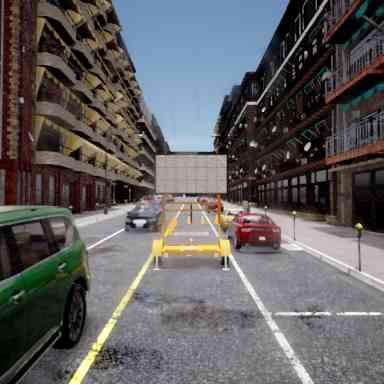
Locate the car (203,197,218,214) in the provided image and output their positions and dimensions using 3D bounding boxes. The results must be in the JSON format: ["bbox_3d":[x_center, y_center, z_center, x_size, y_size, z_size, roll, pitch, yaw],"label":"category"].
[{"bbox_3d":[2.510,1.608,36.459,1.887,1.381,4.507,1,0,0],"label":"car"}]

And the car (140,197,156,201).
[{"bbox_3d":[-5.369,1.588,36.336,1.752,1.417,4.829,2,0,0],"label":"car"}]

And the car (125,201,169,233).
[{"bbox_3d":[-2.792,1.516,20.096,2.128,1.511,4.902,0,0,0],"label":"car"}]

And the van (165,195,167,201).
[{"bbox_3d":[-5.399,1.452,53.097,1.690,1.788,3.998,2,0,0],"label":"van"}]

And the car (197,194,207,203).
[{"bbox_3d":[2.389,1.541,80.707,2.192,1.841,5.009,1,0,0],"label":"car"}]

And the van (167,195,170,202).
[{"bbox_3d":[-5.411,1.473,58.629,1.690,1.788,3.998,1,0,0],"label":"van"}]

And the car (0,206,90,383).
[{"bbox_3d":[-2.752,1.224,3.362,2.150,2.045,5.566,0,0,0],"label":"car"}]

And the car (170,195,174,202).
[{"bbox_3d":[-5.434,1.492,69.690,2.192,1.841,5.009,1,0,0],"label":"car"}]

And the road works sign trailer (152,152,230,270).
[{"bbox_3d":[-0.022,0.475,10.998,2.380,3.560,2.880,0,0,0],"label":"road works sign trailer"}]

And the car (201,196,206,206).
[{"bbox_3d":[2.499,1.628,41.991,2.008,1.369,4.403,1,0,0],"label":"car"}]

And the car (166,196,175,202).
[{"bbox_3d":[-5.475,1.819,86.281,1.947,1.339,4.313,1,0,0],"label":"car"}]

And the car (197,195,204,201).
[{"bbox_3d":[2.362,1.723,91.770,1.967,1.590,4.097,1,0,0],"label":"car"}]

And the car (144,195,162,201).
[{"bbox_3d":[-5.375,1.393,42.038,2.192,1.841,5.009,2,0,0],"label":"car"}]

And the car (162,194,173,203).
[{"bbox_3d":[-5.445,1.516,75.219,2.192,1.841,5.009,1,0,0],"label":"car"}]

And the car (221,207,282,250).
[{"bbox_3d":[2.557,1.561,14.337,1.887,1.381,4.507,1,0,0],"label":"car"}]

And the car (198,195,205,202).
[{"bbox_3d":[2.464,1.676,58.583,1.887,1.381,4.507,1,0,0],"label":"car"}]

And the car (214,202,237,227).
[{"bbox_3d":[2.545,1.551,20.039,1.752,1.417,4.829,1,0,0],"label":"car"}]
